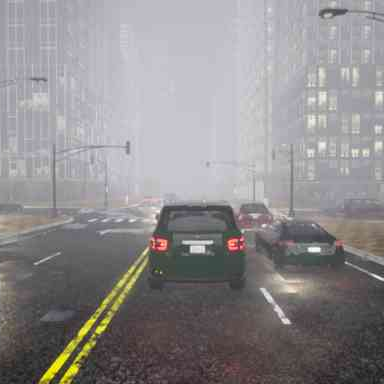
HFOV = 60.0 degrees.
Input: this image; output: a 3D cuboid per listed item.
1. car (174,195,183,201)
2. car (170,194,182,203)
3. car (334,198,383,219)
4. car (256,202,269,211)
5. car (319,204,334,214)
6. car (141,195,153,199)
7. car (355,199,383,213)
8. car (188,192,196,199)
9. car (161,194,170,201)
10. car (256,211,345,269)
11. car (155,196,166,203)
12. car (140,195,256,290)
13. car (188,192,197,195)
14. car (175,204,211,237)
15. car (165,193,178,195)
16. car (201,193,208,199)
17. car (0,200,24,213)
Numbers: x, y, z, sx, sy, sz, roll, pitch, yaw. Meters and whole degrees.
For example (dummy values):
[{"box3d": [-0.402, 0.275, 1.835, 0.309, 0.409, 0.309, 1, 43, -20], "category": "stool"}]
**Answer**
[{"box3d": [-3.155, 1.495, 79.887, 1.895, 1.301, 4.718, 0, 0, 0], "category": "car"}, {"box3d": [-3.203, 1.278, 65.957, 2.097, 1.767, 4.553, 0, 0, 1], "category": "car"}, {"box3d": [16.237, 1.508, 30.448, 5.009, 1.841, 2.192, 1, 0, 1], "category": "car"}, {"box3d": [3.373, 1.335, 19.762, 2.097, 1.767, 4.553, 0, 0, 0], "category": "car"}, {"box3d": [16.766, 1.649, 36.224, 5.357, 1.411, 2.033, 0, 1, 1], "category": "car"}, {"box3d": [-6.550, 1.301, 50.195, 2.097, 1.767, 4.553, 0, 0, 1], "category": "car"}, {"box3d": [21.856, 1.629, 38.727, 4.829, 1.417, 1.752, 1, 0, 1], "category": "car"}, {"box3d": [0.110, 0.935, 91.704, 2.150, 2.045, 5.566, 0, 0, 0], "category": "car"}, {"box3d": [-6.405, 1.377, 80.209, 1.882, 1.535, 5.008, 0, 0, 0], "category": "car"}, {"box3d": [3.363, 1.555, 11.148, 1.994, 1.385, 4.181, 0, 0, 0], "category": "car"}, {"box3d": [-6.421, 1.522, 67.839, 1.895, 1.301, 4.718, 0, 0, 0], "category": "car"}, {"box3d": [0.113, 1.214, 9.218, 2.150, 2.045, 5.566, 0, 0, 0], "category": "car"}, {"box3d": [0.098, 1.414, 81.675, 1.812, 1.442, 4.674, 0, 0, 0], "category": "car"}, {"box3d": [0.119, 1.509, 18.900, 1.812, 1.442, 4.674, 0, 0, 2], "category": "car"}, {"box3d": [-3.302, 1.165, 51.768, 2.150, 2.045, 5.566, 0, 0, -1], "category": "car"}, {"box3d": [3.360, 1.188, 91.670, 1.882, 1.535, 5.008, 0, 0, 0], "category": "car"}, {"box3d": [-19.715, 1.429, 33.673, 4.718, 1.301, 1.895, 1, 1, 1], "category": "car"}]
